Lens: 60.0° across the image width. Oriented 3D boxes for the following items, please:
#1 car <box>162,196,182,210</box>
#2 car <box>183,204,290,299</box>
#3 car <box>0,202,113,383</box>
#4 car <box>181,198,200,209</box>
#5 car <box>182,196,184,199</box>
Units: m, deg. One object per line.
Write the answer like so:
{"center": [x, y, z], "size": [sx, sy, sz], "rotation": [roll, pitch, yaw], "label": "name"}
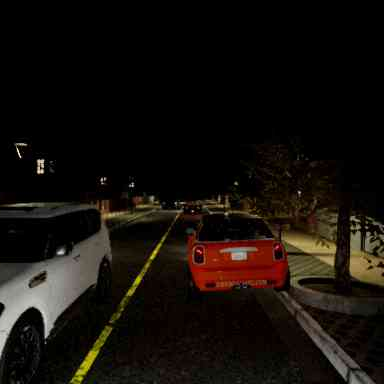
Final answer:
{"center": [-2.754, 1.434, 43.517], "size": [2.097, 1.767, 4.553], "rotation": [0, 0, 0], "label": "car"}
{"center": [0.921, 1.311, 8.642], "size": [2.097, 1.767, 4.553], "rotation": [-3, -1, 0], "label": "car"}
{"center": [-2.852, 1.227, 5.354], "size": [2.150, 2.045, 5.566], "rotation": [0, 0, 0], "label": "car"}
{"center": [0.070, 1.662, 35.857], "size": [1.895, 1.301, 4.718], "rotation": [0, 0, 0], "label": "car"}
{"center": [-2.755, 1.727, 81.939], "size": [2.128, 1.511, 4.902], "rotation": [0, 0, 0], "label": "car"}
